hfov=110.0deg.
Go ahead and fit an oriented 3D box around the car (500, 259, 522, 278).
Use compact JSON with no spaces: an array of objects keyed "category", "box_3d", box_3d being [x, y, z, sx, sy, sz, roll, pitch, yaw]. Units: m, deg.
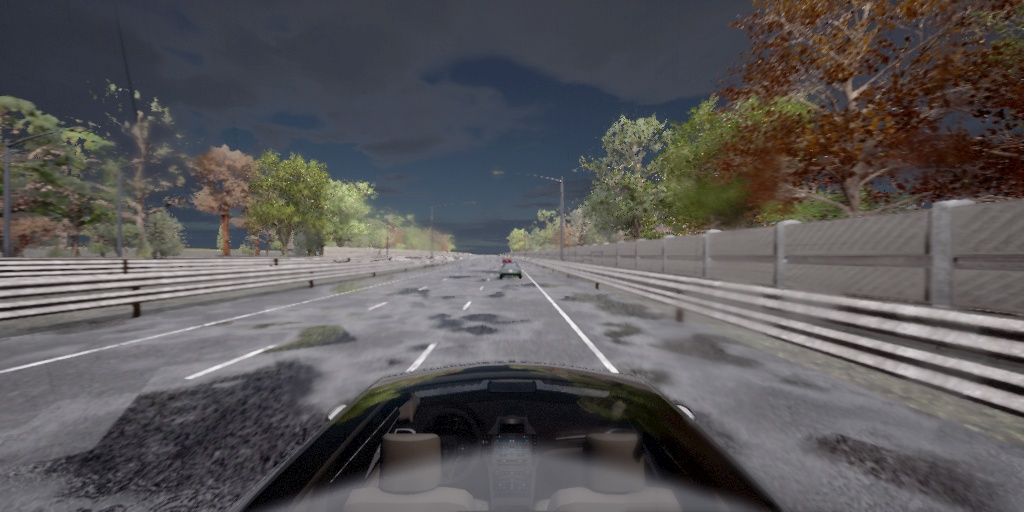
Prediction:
[{"category":"car","box_3d":[-0.115,1.215,32.611,1.994,1.385,4.181,0,0,0]}]
